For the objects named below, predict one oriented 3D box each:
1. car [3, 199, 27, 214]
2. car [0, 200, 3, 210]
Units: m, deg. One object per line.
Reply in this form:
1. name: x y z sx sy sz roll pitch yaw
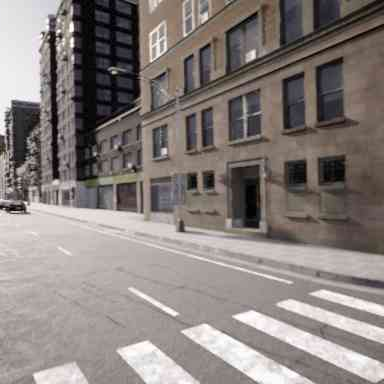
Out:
1. car: -21.210 1.730 40.129 1.882 1.535 5.008 -1 0 -34
2. car: -26.871 1.820 48.517 2.128 1.511 4.902 -1 0 -34
